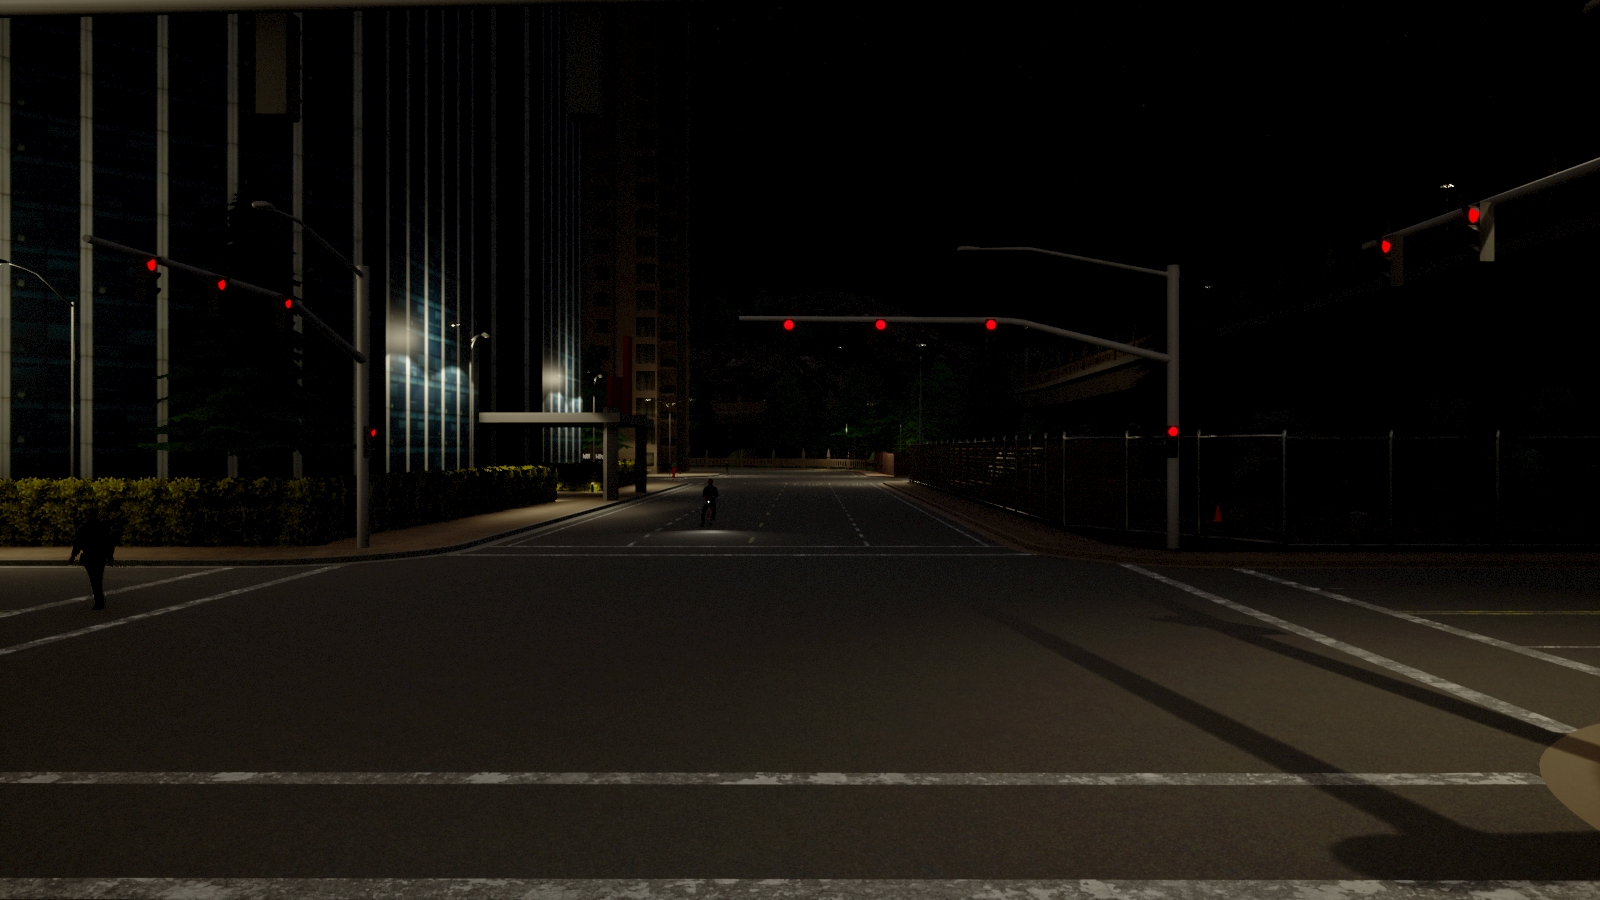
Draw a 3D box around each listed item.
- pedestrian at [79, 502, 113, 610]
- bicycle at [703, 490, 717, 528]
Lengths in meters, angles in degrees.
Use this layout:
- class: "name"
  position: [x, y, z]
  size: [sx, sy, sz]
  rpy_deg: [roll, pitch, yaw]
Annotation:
- class: "pedestrian"
  position: [-12.349, 1.848, 20.050]
  size: [0.375, 1.860, 0.375]
  rpy_deg: [0, 0, -6]
- class: "bicycle"
  position: [-3.204, 2.105, 40.751]
  size: [0.329, 1.271, 1.835]
  rpy_deg: [0, 0, 0]
